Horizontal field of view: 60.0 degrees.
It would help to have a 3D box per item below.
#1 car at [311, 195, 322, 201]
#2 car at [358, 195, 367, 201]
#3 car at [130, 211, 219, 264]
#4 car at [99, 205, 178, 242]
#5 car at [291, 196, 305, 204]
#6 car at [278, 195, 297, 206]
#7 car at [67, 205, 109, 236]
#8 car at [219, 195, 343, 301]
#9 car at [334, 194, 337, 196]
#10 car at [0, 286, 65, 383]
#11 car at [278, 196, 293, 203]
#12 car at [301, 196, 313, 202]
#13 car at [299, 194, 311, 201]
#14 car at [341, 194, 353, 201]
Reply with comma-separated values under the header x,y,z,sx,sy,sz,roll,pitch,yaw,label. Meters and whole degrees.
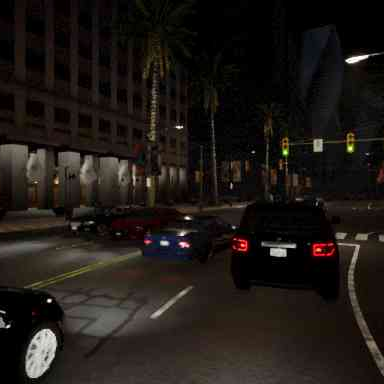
x,y,z,sx,sy,sz,roll,pitch,yaw,label
32.366,1.480,86.270,2.128,1.511,4.902,0,0,28,car
40.938,1.590,80.029,1.895,1.301,4.718,0,0,28,car
0.292,1.547,12.001,2.033,1.411,5.357,0,0,26,car
-1.901,1.477,16.086,1.882,1.535,5.008,0,0,28,car
20.711,1.522,64.860,1.812,1.442,4.674,0,0,29,car
16.382,1.349,57.038,2.097,1.767,4.553,0,0,29,car
-4.610,1.490,18.444,2.128,1.511,4.902,0,0,28,car
2.614,1.221,8.707,2.150,2.045,5.566,0,0,22,car
36.809,1.255,87.178,2.097,1.767,4.553,0,0,28,car
-2.887,1.505,2.593,1.837,1.490,4.892,0,0,9,car
19.586,1.509,69.439,2.161,1.482,4.786,0,0,28,car
25.571,1.591,73.761,1.895,1.301,4.718,0,0,29,car
30.131,1.349,88.669,2.185,1.767,4.553,0,0,28,car
37.911,1.350,81.787,2.097,1.767,4.553,0,0,28,car
